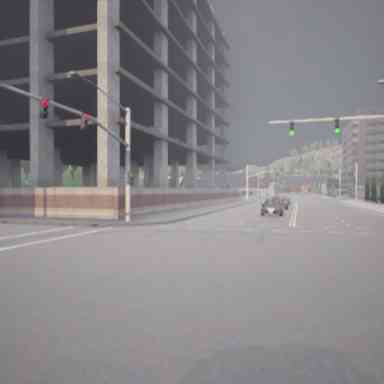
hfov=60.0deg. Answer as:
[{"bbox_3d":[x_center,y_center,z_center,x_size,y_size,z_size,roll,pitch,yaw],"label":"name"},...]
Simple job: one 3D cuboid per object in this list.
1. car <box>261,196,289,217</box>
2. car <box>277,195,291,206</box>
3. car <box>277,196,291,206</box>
[{"bbox_3d":[7.420,1.376,30.426,2.128,1.511,4.902,0,0,18],"label":"car"},{"bbox_3d":[10.445,1.201,39.782,2.097,1.767,4.553,0,0,18],"label":"car"},{"bbox_3d":[14.343,1.328,51.775,1.812,1.442,4.674,0,0,19],"label":"car"}]
